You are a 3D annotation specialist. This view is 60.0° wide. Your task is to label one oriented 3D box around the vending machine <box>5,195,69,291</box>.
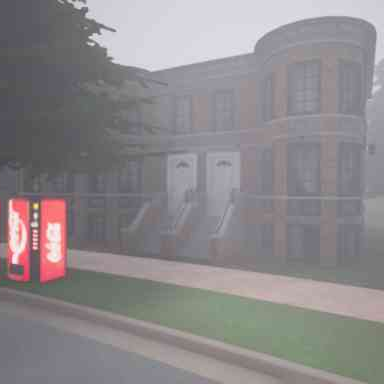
[{"bbox_3d":[-3.735,1.133,8.066,0.880,2.100,1.100,1,0,26],"label":"vending machine"}]
